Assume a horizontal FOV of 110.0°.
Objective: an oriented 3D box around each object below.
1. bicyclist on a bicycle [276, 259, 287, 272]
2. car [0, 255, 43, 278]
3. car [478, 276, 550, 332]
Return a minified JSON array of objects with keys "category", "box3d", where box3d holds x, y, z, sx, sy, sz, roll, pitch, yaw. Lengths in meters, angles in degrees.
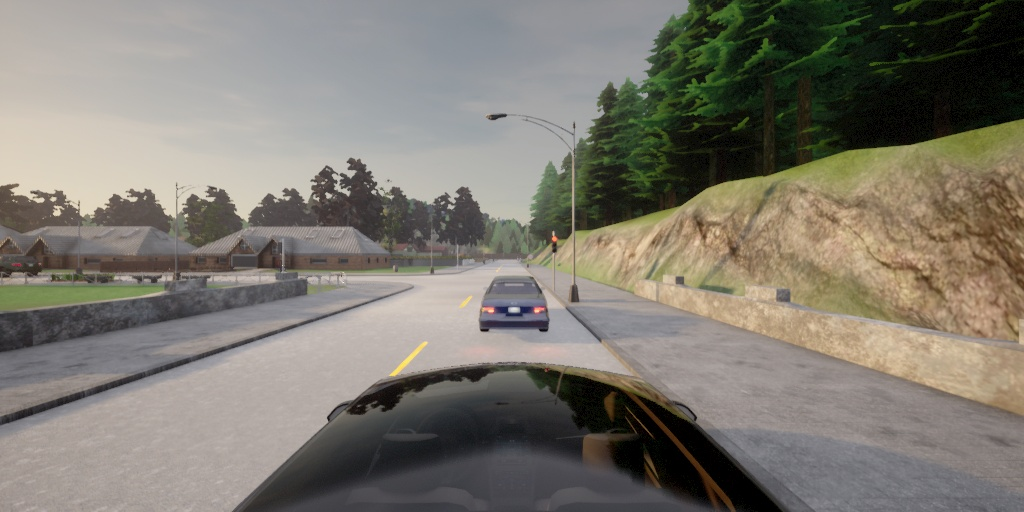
[{"category":"bicyclist on a bicycle","box3d":[-24.167,1.095,37.589,0.582,1.620,1.656,0,0,0]},{"category":"car","box3d":[-47.379,0.968,33.336,5.566,2.045,2.150,0,0,1]},{"category":"car","box3d":[0.062,1.297,10.811,2.033,1.411,5.357,0,0,0]}]
